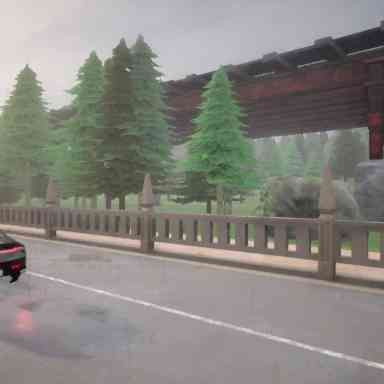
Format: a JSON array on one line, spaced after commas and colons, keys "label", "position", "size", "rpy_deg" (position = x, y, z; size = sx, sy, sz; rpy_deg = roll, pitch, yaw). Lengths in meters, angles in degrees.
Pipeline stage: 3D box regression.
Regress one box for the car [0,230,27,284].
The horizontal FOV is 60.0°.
[{"label": "car", "position": [-6.067, 1.492, 8.336], "size": [4.902, 1.511, 2.128], "rpy_deg": [0, 0, 36]}]
